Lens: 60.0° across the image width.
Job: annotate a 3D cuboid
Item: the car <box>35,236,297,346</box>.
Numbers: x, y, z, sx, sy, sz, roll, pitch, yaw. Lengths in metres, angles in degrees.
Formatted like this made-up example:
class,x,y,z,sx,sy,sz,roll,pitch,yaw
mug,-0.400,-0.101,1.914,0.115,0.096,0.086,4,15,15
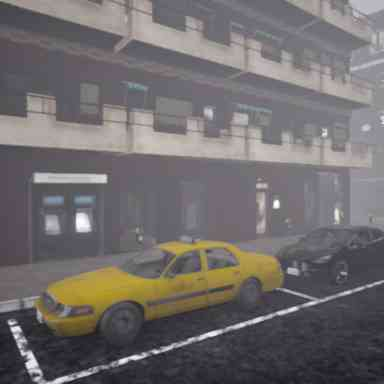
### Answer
class,x,y,z,sx,sy,sz,roll,pitch,yaw
car,-0.305,1.557,6.358,4.829,1.417,1.752,1,-1,-35

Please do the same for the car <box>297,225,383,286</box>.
class,x,y,z,sx,sy,sz,roll,pitch,yaw
car,4.330,1.650,9.663,4.313,1.339,1.947,1,-1,-35
